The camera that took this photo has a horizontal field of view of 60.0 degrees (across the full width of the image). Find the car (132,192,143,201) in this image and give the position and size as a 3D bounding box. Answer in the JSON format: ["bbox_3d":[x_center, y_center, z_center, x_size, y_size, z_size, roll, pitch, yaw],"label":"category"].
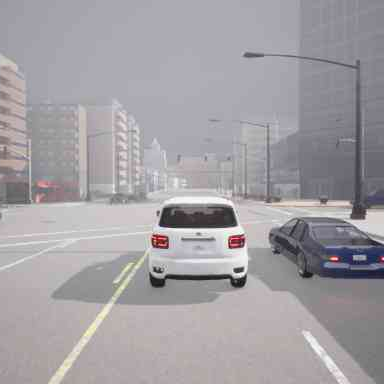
[{"bbox_3d":[-10.216,0.867,57.076,1.994,1.385,4.181,0,0,0],"label":"car"}]

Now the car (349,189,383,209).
[{"bbox_3d":[19.164,0.670,34.005,5.566,2.045,2.150,0,1,1],"label":"car"}]

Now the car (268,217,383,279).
[{"bbox_3d":[3.663,1.441,9.755,2.033,1.411,5.357,0,1,0],"label":"car"}]

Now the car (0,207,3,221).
[{"bbox_3d":[-13.808,1.270,19.193,1.882,1.535,5.008,1,1,44],"label":"car"}]

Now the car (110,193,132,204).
[{"bbox_3d":[-10.283,0.877,47.076,1.837,1.490,4.892,0,1,1],"label":"car"}]

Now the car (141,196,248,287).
[{"bbox_3d":[0.147,1.128,9.213,2.150,2.045,5.566,0,1,0],"label":"car"}]

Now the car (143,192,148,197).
[{"bbox_3d":[-10.106,0.736,67.163,1.882,1.535,5.008,0,0,1],"label":"car"}]
